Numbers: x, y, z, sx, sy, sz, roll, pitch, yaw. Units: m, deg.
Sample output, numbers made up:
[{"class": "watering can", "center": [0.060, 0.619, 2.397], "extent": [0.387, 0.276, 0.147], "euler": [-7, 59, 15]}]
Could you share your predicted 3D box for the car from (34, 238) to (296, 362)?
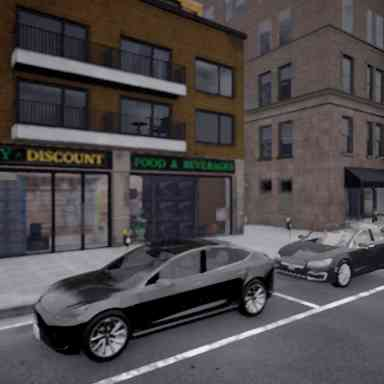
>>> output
[{"class": "car", "center": [-0.387, 1.560, 5.897], "extent": [4.313, 1.339, 1.947], "euler": [0, 0, -35]}]

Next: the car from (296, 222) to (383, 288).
[{"class": "car", "center": [4.128, 1.535, 9.069], "extent": [4.403, 1.369, 2.008], "euler": [0, 0, -35]}]
